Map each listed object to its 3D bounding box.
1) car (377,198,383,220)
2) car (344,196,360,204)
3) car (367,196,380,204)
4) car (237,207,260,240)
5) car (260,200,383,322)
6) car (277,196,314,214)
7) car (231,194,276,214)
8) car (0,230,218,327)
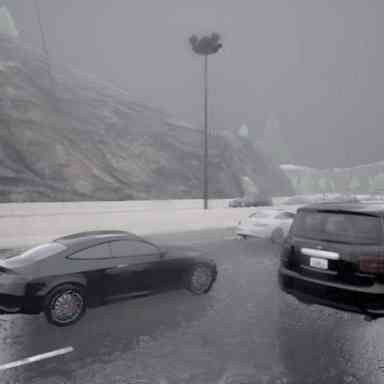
[{"bbox_3d":[17.230,1.372,27.549,4.553,1.767,2.097,0,0,-44],"label":"car"},{"bbox_3d":[32.424,1.595,67.278,2.033,1.411,5.357,0,0,35],"label":"car"},{"bbox_3d":[37.143,1.604,68.033,1.994,1.385,4.181,0,0,33],"label":"car"},{"bbox_3d":[4.141,1.542,15.900,4.674,1.442,1.812,0,0,-39],"label":"car"},{"bbox_3d":[4.154,1.227,6.960,5.566,2.045,2.150,0,0,-38],"label":"car"},{"bbox_3d":[11.582,1.388,36.969,2.097,1.767,4.553,0,0,45],"label":"car"},{"bbox_3d":[6.969,1.260,37.330,5.566,2.045,2.150,0,0,-44],"label":"car"},{"bbox_3d":[-1.577,1.536,7.018,4.674,1.442,1.812,0,0,-36],"label":"car"}]
